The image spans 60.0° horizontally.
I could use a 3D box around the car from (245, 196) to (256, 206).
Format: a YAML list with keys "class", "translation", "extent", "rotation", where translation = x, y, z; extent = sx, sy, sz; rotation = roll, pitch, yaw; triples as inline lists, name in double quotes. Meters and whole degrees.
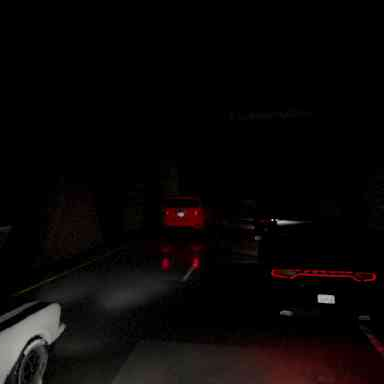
- class: "car"
  translation: [9.992, 1.525, 57.207]
  extent: [1.812, 1.442, 4.674]
  rotation: [0, 0, 10]

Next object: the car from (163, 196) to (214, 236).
- class: "car"
  translation: [-0.067, 1.217, 18.798]
  extent: [2.150, 2.045, 5.566]
  rotation: [0, -1, 10]

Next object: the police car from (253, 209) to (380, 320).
- class: "police car"
  translation: [2.489, 1.425, 7.611]
  extent: [1.930, 1.638, 5.238]
  rotation: [0, 0, 10]

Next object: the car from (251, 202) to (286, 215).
- class: "car"
  translation: [4.194, 1.505, 17.352]
  extent: [1.837, 1.490, 4.892]
  rotation: [0, 0, 10]

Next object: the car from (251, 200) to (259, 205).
- class: "car"
  translation: [5.229, 1.526, 23.262]
  extent: [1.812, 1.442, 4.674]
  rotation: [0, 0, 10]

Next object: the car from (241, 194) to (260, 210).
- class: "car"
  translation: [7.634, 1.221, 43.587]
  extent: [2.150, 2.045, 5.566]
  rotation: [0, 0, 11]

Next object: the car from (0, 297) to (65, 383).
- class: "car"
  translation: [-2.836, 1.601, 2.256]
  extent: [1.895, 1.301, 4.718]
  rotation: [0, 0, 8]

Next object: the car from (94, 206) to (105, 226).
- class: "car"
  translation: [-7.084, 1.477, 20.488]
  extent: [1.882, 1.535, 5.008]
  rotation: [0, 0, 10]
